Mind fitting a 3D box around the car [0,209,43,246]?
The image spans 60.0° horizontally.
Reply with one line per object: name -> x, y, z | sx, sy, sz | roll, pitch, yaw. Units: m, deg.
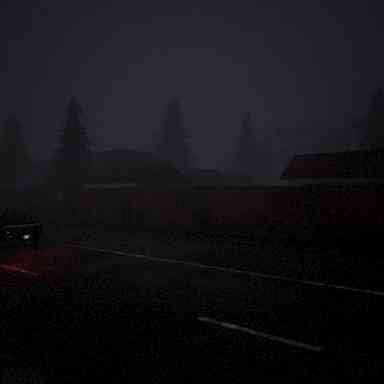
car -> -8.269, 1.492, 14.066 | 4.902, 1.511, 2.128 | 0, 0, 36
